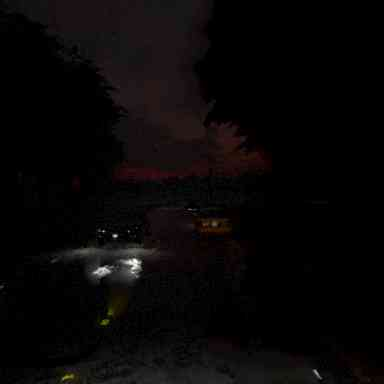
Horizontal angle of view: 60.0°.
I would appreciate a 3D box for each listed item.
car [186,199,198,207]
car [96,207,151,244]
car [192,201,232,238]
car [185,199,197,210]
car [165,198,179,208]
[{"bbox_3d":[-0.006,1.819,57.349,1.895,1.301,4.718,0,0,0],"label":"car"},{"bbox_3d":[-3.101,1.525,15.847,1.837,1.490,4.892,0,0,0],"label":"car"},{"bbox_3d":[1.048,1.481,17.915,1.801,1.575,5.366,0,0,0],"label":"car"},{"bbox_3d":[0.066,1.688,44.750,1.994,1.385,4.181,0,-1,0],"label":"car"},{"bbox_3d":[-3.085,1.676,51.753,1.837,1.490,4.892,0,0,0],"label":"car"}]
